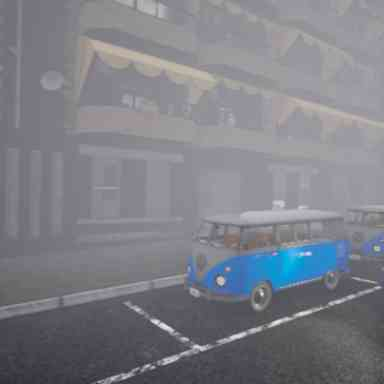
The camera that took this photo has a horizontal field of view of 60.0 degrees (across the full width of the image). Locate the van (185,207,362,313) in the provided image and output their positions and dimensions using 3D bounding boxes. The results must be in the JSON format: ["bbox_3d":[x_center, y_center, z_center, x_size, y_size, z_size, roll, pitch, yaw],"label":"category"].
[{"bbox_3d":[1.773,1.312,7.315,3.998,1.788,1.690,0,2,-35],"label":"van"}]

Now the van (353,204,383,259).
[{"bbox_3d":[6.287,1.289,10.513,3.998,1.788,1.690,0,2,-35],"label":"van"}]

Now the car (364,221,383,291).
[{"bbox_3d":[6.099,1.435,7.385,5.008,1.535,1.882,0,0,-35],"label":"car"}]
